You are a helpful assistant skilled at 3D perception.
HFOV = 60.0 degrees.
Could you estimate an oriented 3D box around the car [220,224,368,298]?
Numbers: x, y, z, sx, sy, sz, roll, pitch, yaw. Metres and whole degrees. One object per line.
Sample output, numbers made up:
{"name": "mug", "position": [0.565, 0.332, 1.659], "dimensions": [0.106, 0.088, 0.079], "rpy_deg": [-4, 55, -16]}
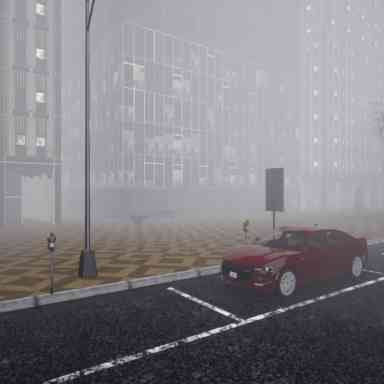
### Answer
{"name": "car", "position": [2.719, 1.545, 8.501], "dimensions": [4.507, 1.381, 1.887], "rpy_deg": [0, 0, -36]}
